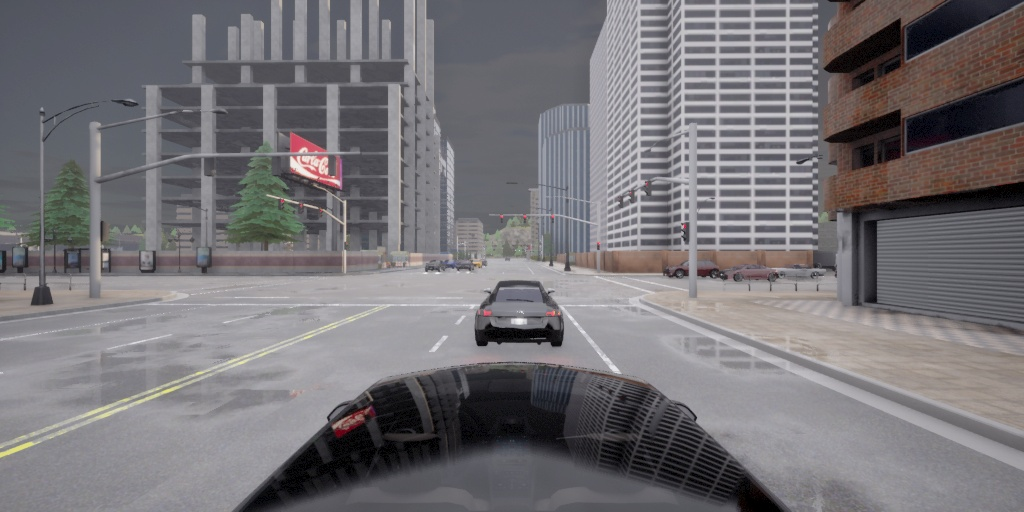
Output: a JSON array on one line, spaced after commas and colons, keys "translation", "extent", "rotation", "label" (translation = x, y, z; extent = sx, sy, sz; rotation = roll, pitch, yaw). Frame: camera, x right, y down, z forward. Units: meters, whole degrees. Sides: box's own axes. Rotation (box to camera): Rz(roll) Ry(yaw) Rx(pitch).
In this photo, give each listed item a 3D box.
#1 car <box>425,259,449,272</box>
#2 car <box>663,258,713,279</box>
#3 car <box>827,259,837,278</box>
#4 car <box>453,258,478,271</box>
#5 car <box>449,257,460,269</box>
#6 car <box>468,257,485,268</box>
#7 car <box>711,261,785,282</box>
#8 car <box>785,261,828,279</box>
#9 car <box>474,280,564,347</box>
[{"translation": [-9.820, 1.255, 46.191], "extent": [1.837, 1.490, 4.892], "rotation": [0, 0, 1], "label": "car"}, {"translation": [16.081, 1.102, 32.273], "extent": [4.553, 1.767, 2.097], "rotation": [0, 0, 1], "label": "car"}, {"translation": [28.691, 1.228, 28.597], "extent": [5.008, 1.535, 1.882], "rotation": [0, 0, 1], "label": "car"}, {"translation": [-6.269, 1.297, 49.073], "extent": [2.033, 1.411, 5.357], "rotation": [0, 0, 1], "label": "car"}, {"translation": [-9.641, 1.227, 55.685], "extent": [1.882, 1.535, 5.008], "rotation": [0, 0, 1], "label": "car"}, {"translation": [-6.066, 1.227, 59.381], "extent": [1.882, 1.535, 5.008], "rotation": [0, 0, 1], "label": "car"}, {"translation": [18.805, 1.314, 28.738], "extent": [4.181, 1.385, 1.994], "rotation": [0, 0, 1], "label": "car"}, {"translation": [25.074, 1.351, 32.153], "extent": [4.718, 1.301, 1.895], "rotation": [0, 0, 1], "label": "car"}, {"translation": [0.192, 1.314, 9.372], "extent": [1.994, 1.385, 4.181], "rotation": [0, 0, 1], "label": "car"}]
